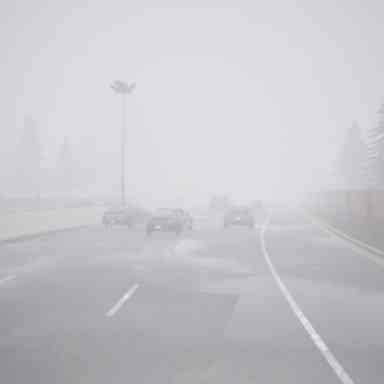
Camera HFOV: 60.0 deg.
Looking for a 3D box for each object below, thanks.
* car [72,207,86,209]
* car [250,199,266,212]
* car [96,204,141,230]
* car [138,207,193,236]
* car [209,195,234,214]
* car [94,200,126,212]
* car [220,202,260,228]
[{"bbox_3d":[-13.938,1.428,40.836,2.097,1.767,4.553,0,0,15],"label":"car"},{"bbox_3d":[7.862,1.650,40.487,1.837,1.490,4.892,0,0,15],"label":"car"},{"bbox_3d":[-4.094,1.543,21.765,2.128,1.511,4.902,0,0,13],"label":"car"},{"bbox_3d":[-1.198,1.578,18.734,1.812,1.442,4.674,0,0,12],"label":"car"},{"bbox_3d":[3.320,1.342,36.972,2.150,2.045,5.566,0,0,14],"label":"car"},{"bbox_3d":[-10.138,1.692,41.548,1.895,1.301,4.718,0,0,15],"label":"car"},{"bbox_3d":[3.373,1.643,22.922,1.994,1.385,4.181,0,0,14],"label":"car"}]
